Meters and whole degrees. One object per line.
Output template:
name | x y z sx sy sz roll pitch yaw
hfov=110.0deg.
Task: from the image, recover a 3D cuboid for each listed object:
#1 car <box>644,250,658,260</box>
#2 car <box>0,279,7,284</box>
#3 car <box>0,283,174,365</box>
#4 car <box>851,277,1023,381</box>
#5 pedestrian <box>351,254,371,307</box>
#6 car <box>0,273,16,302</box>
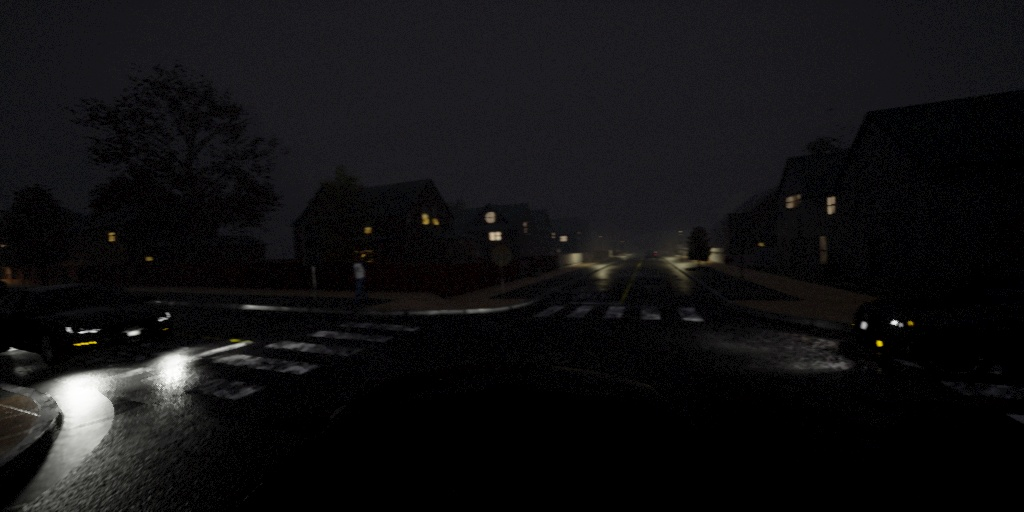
car | 21.413 -0.153 55.197 2.033 1.411 5.357 -2 1 21
car | -19.108 1.621 12.020 4.892 1.490 1.837 -1 2 22
car | -10.338 1.442 8.534 4.892 1.490 1.837 -1 2 21
car | 7.743 0.997 5.111 4.181 1.385 1.994 0 3 32
pedestrian | -5.249 0.762 12.323 0.375 1.860 0.375 -2 1 22
car | -29.098 1.716 19.152 4.892 1.490 1.837 -1 2 22
